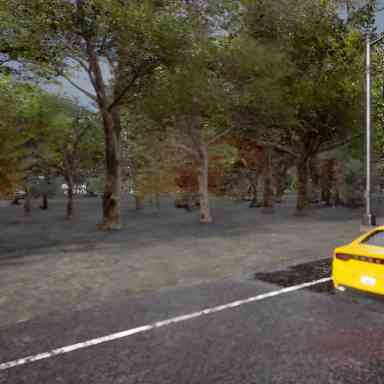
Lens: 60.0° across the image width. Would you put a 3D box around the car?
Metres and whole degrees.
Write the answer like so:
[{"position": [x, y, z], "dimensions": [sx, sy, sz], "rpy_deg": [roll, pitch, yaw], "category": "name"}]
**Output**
[{"position": [5.196, 1.443, 7.446], "dimensions": [5.008, 1.535, 1.882], "rpy_deg": [0, 0, -35], "category": "car"}]
